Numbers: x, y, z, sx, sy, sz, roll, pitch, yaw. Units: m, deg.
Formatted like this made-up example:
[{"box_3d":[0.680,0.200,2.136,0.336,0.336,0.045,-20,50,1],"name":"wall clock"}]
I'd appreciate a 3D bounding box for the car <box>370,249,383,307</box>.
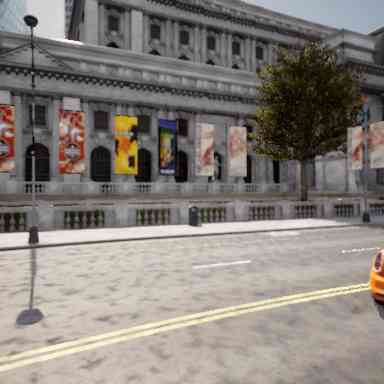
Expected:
[{"box_3d":[5.626,1.331,6.345,4.553,1.767,2.097,0,0,-27],"name":"car"}]
